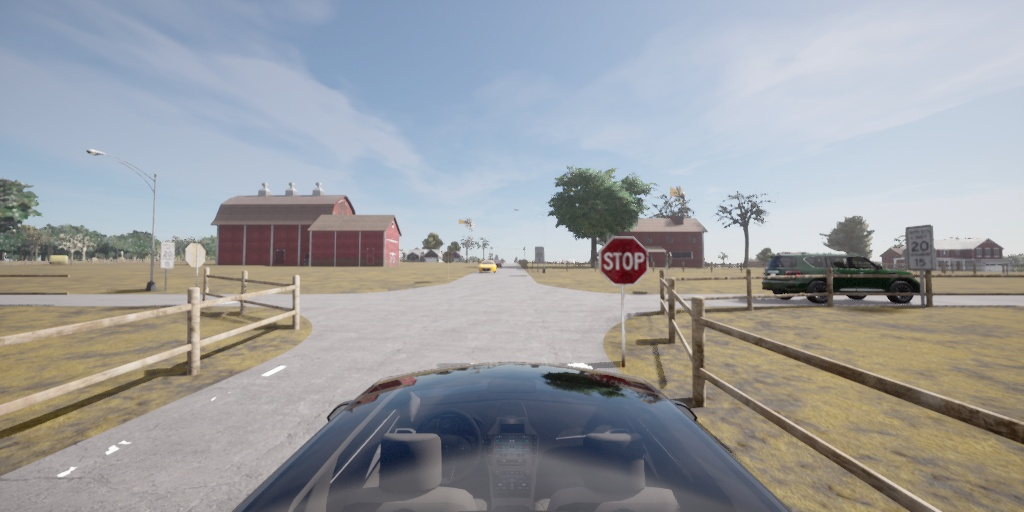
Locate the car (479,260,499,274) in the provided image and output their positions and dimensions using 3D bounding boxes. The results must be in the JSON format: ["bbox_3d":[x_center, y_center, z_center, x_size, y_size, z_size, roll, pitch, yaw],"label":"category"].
[{"bbox_3d":[-2.884,1.285,42.898,1.882,1.535,5.008,0,0,0],"label":"car"}]

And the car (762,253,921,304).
[{"bbox_3d":[13.903,0.932,15.412,5.566,2.045,2.150,0,-2,0],"label":"car"}]

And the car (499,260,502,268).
[{"bbox_3d":[-2.826,1.376,65.257,1.882,1.535,5.008,0,-1,0],"label":"car"}]
